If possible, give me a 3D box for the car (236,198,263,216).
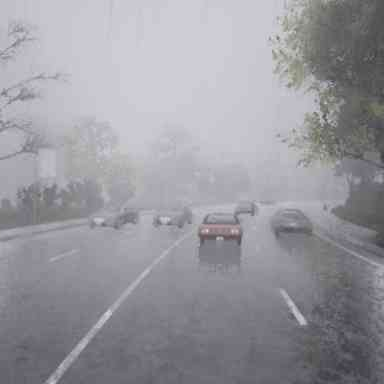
[{"bbox_3d":[5.651,1.657,33.890,2.033,1.411,5.357,0,0,18],"label":"car"}]

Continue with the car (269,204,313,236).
[{"bbox_3d":[5.541,1.636,18.909,1.994,1.385,4.181,0,0,10],"label":"car"}]

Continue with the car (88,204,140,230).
[{"bbox_3d":[-4.873,1.522,21.412,2.128,1.511,4.902,0,0,11],"label":"car"}]

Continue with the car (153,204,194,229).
[{"bbox_3d":[-1.151,1.541,22.162,2.128,1.511,4.902,0,0,12],"label":"car"}]

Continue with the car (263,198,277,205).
[{"bbox_3d":[13.830,1.809,60.550,1.895,1.301,4.718,0,0,31],"label":"car"}]

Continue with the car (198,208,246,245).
[{"bbox_3d":[1.459,1.647,15.895,1.895,1.301,4.718,0,0,8],"label":"car"}]
